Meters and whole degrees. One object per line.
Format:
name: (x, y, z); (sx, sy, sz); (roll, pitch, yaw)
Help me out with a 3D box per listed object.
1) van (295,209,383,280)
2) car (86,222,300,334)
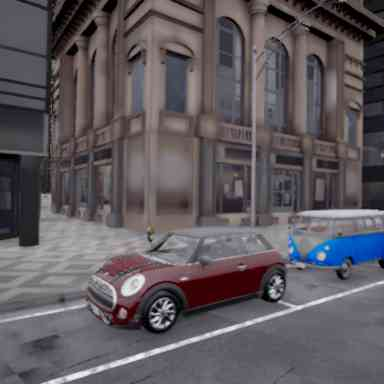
van: (4.596, 1.434, 10.026); (3.998, 1.788, 1.690); (1, 0, -35)
car: (0.015, 1.478, 6.762); (4.097, 1.590, 1.967); (1, 0, -35)
